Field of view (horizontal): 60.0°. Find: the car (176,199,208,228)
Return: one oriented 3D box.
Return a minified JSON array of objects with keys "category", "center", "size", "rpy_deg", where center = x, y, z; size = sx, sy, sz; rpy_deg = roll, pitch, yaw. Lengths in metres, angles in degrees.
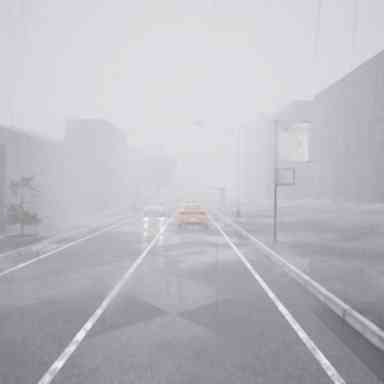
[{"category":"car","center":[0.063,1.479,22.328],"size":[1.882,1.535,5.008],"rpy_deg":[0,0,0]}]

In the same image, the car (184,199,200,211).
[{"category":"car","center":[-0.026,1.611,42.630],"size":[1.994,1.385,4.181],"rpy_deg":[0,0,0]}]

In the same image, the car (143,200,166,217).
[{"category":"car","center":[-3.519,1.544,32.174],"size":[1.812,1.442,4.674],"rpy_deg":[0,0,0]}]

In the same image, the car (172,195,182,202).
[{"category":"car","center":[-3.339,1.391,73.940],"size":[2.097,1.767,4.553],"rpy_deg":[0,0,0]}]
